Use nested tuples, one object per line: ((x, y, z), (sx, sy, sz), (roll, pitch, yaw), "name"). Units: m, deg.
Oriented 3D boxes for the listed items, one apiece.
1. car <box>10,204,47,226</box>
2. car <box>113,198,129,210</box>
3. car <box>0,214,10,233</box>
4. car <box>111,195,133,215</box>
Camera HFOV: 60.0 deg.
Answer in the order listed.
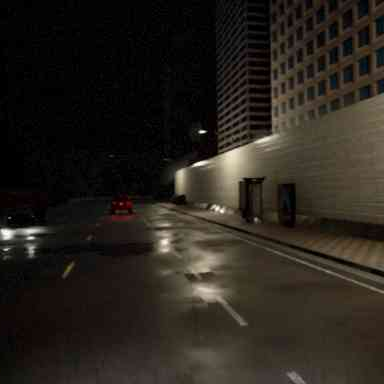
((-12.629, 1.705, 25.760), (1.882, 1.535, 5.008), (-1, 0, -12), "car")
((-10.138, 1.668, 47.461), (2.128, 1.511, 4.902), (-1, 0, -12), "car")
((-10.240, 1.731, 14.864), (2.033, 1.411, 5.357), (-1, 0, -12), "car")
((-7.780, 1.353, 36.974), (2.150, 2.045, 5.566), (-1, 0, -10), "car")
